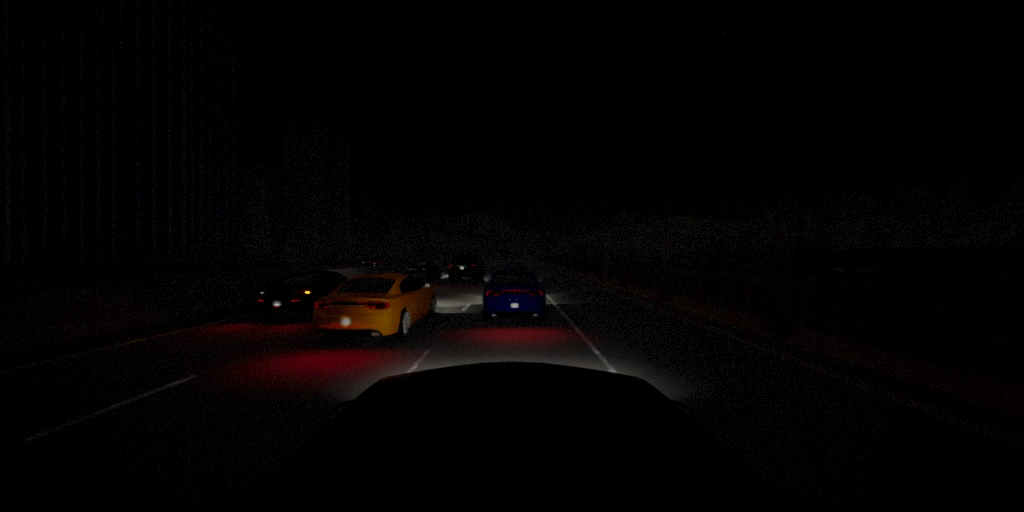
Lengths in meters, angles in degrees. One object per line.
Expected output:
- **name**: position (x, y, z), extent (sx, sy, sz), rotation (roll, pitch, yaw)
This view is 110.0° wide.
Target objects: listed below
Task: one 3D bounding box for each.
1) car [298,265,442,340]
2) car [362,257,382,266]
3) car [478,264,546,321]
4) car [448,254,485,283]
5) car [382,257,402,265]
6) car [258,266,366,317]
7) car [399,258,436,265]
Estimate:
- **car**: position (-3.451, 1.203, 9.971), extent (1.882, 1.535, 5.008), rotation (0, 0, 0)
- **car**: position (-20.307, 0.951, 53.106), extent (2.097, 1.767, 4.553), rotation (0, 0, 2)
- **car**: position (0.050, 1.197, 12.316), extent (1.882, 1.535, 5.008), rotation (0, 0, -1)
- **car**: position (-3.358, 0.899, 27.167), extent (2.150, 2.045, 5.566), rotation (0, 0, 1)
- **car**: position (-16.809, 1.146, 52.931), extent (2.033, 1.411, 5.357), rotation (0, 0, 2)
- **car**: position (-6.930, 1.244, 12.898), extent (1.812, 1.442, 4.674), rotation (0, -1, 0)
- **car**: position (-6.830, 1.164, 28.259), extent (2.128, 1.511, 4.902), rotation (0, 0, 1)
